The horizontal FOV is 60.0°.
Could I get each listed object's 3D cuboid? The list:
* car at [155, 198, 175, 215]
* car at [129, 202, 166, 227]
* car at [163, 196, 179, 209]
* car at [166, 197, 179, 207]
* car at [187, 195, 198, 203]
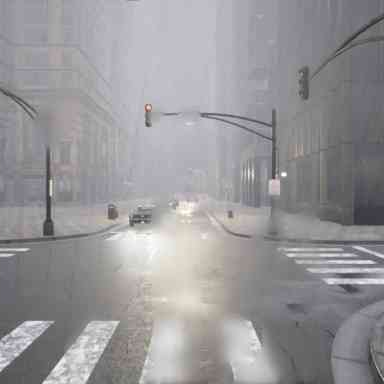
[{"bbox_3d":[-3.101,1.564,33.102,1.994,1.385,4.181,0,0,0],"label":"car"},{"bbox_3d":[-3.105,1.601,23.160,1.895,1.301,4.718,0,0,0],"label":"car"},{"bbox_3d":[-3.106,1.354,43.104,2.097,1.767,4.553,0,0,0],"label":"car"},{"bbox_3d":[-3.064,1.531,53.145,1.812,1.442,4.674,0,0,1],"label":"car"},{"bbox_3d":[0.084,1.366,69.632,2.097,1.767,4.553,0,0,0],"label":"car"}]
